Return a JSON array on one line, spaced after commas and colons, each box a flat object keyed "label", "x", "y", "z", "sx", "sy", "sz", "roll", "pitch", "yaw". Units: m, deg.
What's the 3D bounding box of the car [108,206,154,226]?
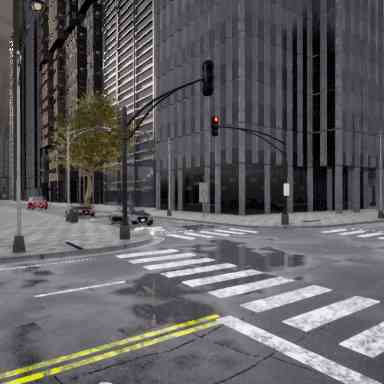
[{"label": "car", "x": -4.454, "y": 1.728, "z": 23.983, "sx": 1.994, "sy": 1.385, "sz": 4.181, "roll": 0, "pitch": 0, "yaw": -35}]

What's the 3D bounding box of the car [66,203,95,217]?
[{"label": "car", "x": -11.331, "y": 1.834, "z": 33.666, "sx": 1.994, "sy": 1.385, "sz": 4.181, "roll": 0, "pitch": 0, "yaw": -35}]

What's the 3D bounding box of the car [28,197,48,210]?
[{"label": "car", "x": -23.870, "y": 1.721, "z": 51.463, "sx": 2.150, "sy": 2.045, "sz": 5.566, "roll": 0, "pitch": -1, "yaw": -35}]
